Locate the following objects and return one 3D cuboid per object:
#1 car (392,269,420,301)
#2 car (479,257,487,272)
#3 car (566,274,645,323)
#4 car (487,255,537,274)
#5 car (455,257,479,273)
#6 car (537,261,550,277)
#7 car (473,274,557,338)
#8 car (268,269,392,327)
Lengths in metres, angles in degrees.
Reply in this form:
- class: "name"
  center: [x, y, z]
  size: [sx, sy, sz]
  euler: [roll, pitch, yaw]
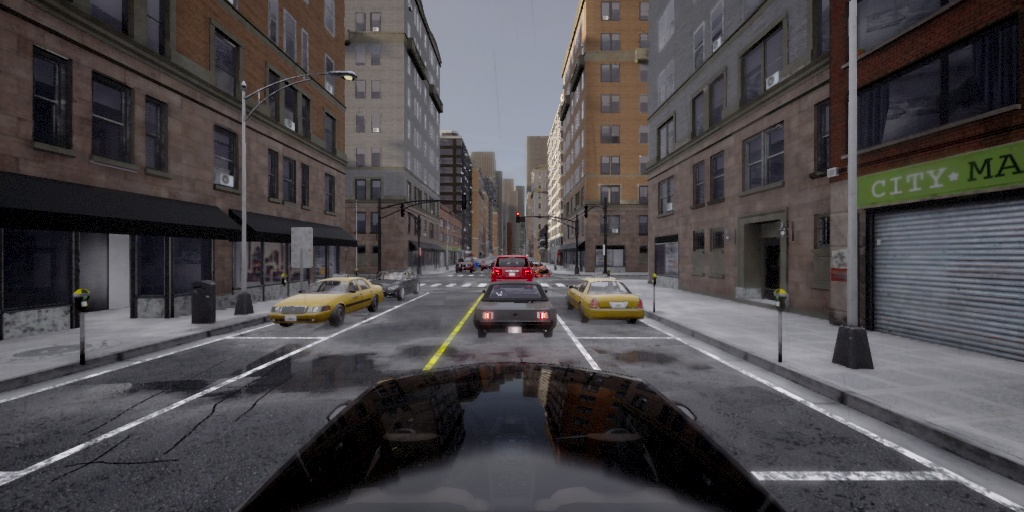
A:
- class: "car"
  center: [-5.665, 1.302, 17.284]
  size: [2.007, 1.370, 4.403]
  euler: [0, 0, 0]
- class: "car"
  center: [-3.088, 1.243, 47.663]
  size: [1.882, 1.535, 5.008]
  euler: [0, 0, 0]
- class: "car"
  center: [2.859, 1.276, 11.927]
  size: [1.751, 1.417, 4.829]
  euler: [0, 0, 0]
- class: "car"
  center: [0.004, 0.974, 19.936]
  size: [2.150, 2.045, 5.566]
  euler: [0, 0, 0]
- class: "car"
  center: [-5.660, 1.078, 44.058]
  size: [2.192, 1.841, 5.009]
  euler: [0, 0, 0]
- class: "car"
  center: [1.131, 1.091, 31.752]
  size: [4.553, 1.767, 2.097]
  euler: [0, 0, 42]
- class: "car"
  center: [0.083, 1.351, 10.166]
  size: [1.895, 1.301, 4.718]
  euler: [0, 0, 0]
- class: "car"
  center: [-5.666, 1.276, 11.589]
  size: [1.751, 1.417, 4.829]
  euler: [0, 0, 0]
